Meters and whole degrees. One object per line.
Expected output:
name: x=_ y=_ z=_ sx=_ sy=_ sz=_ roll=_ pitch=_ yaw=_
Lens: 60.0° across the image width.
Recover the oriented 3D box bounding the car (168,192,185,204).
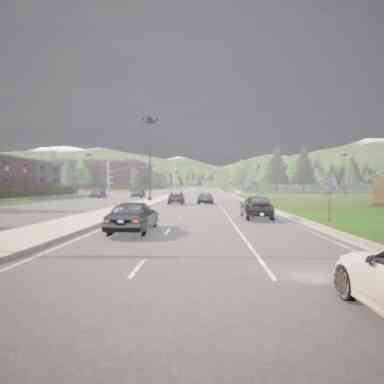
car: x=-1.870 y=0.704 z=40.838 sx=2.128 sy=1.511 sz=4.902 roll=0 pitch=1 yaw=2

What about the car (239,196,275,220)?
car: x=4.427 y=1.072 z=22.967 sx=1.837 sy=1.490 sz=4.892 roll=0 pitch=1 yaw=2

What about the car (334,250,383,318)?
car: x=3.792 y=1.436 z=4.910 sx=1.812 sy=1.442 sz=4.674 roll=0 pitch=1 yaw=1

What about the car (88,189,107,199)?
car: x=-16.314 y=0.257 z=57.643 sx=2.097 sy=1.767 sz=4.553 roll=0 pitch=1 yaw=2

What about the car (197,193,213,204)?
car: x=1.684 y=0.758 z=42.171 sx=1.994 sy=1.385 sz=4.181 roll=0 pitch=1 yaw=2

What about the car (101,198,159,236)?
car: x=-2.847 y=1.228 z=16.252 sx=2.033 sy=1.411 sz=5.357 roll=0 pitch=1 yaw=2

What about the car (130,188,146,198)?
car: x=-9.319 y=0.157 z=57.363 sx=2.097 sy=1.767 sz=4.553 roll=0 pitch=1 yaw=2
